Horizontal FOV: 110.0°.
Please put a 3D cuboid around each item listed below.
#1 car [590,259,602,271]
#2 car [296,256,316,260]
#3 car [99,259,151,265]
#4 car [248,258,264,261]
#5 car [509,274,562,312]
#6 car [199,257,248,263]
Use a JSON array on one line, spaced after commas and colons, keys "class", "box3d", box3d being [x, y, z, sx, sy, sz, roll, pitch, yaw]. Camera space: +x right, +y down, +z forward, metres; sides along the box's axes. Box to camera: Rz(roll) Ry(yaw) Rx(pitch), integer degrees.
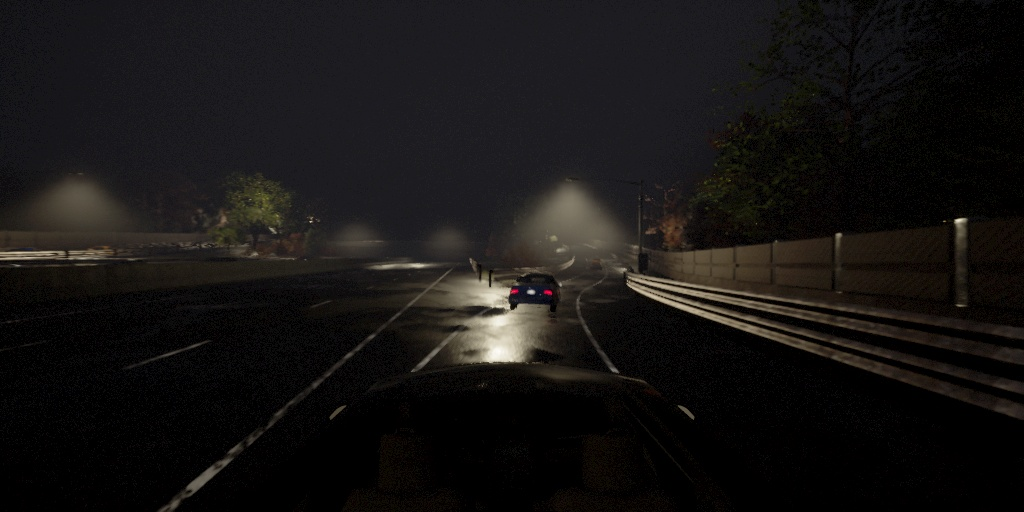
[{"class": "car", "box3d": [14.754, 1.738, 62.733, 1.994, 1.385, 4.181, 1, 2, 14]}, {"class": "car", "box3d": [-27.722, 1.029, 48.757, 2.033, 1.411, 5.357, 1, 0, -6]}, {"class": "car", "box3d": [-32.517, 0.983, 29.952, 2.033, 1.411, 5.357, 1, 0, -7]}, {"class": "car", "box3d": [-34.642, 0.944, 47.753, 1.812, 1.442, 4.674, 1, 0, -6]}, {"class": "car", "box3d": [1.095, 1.465, 15.317, 2.033, 1.411, 5.357, 1, -3, 9]}, {"class": "car", "box3d": [-25.597, 0.849, 31.031, 2.097, 1.767, 4.553, 1, 0, -7]}]
